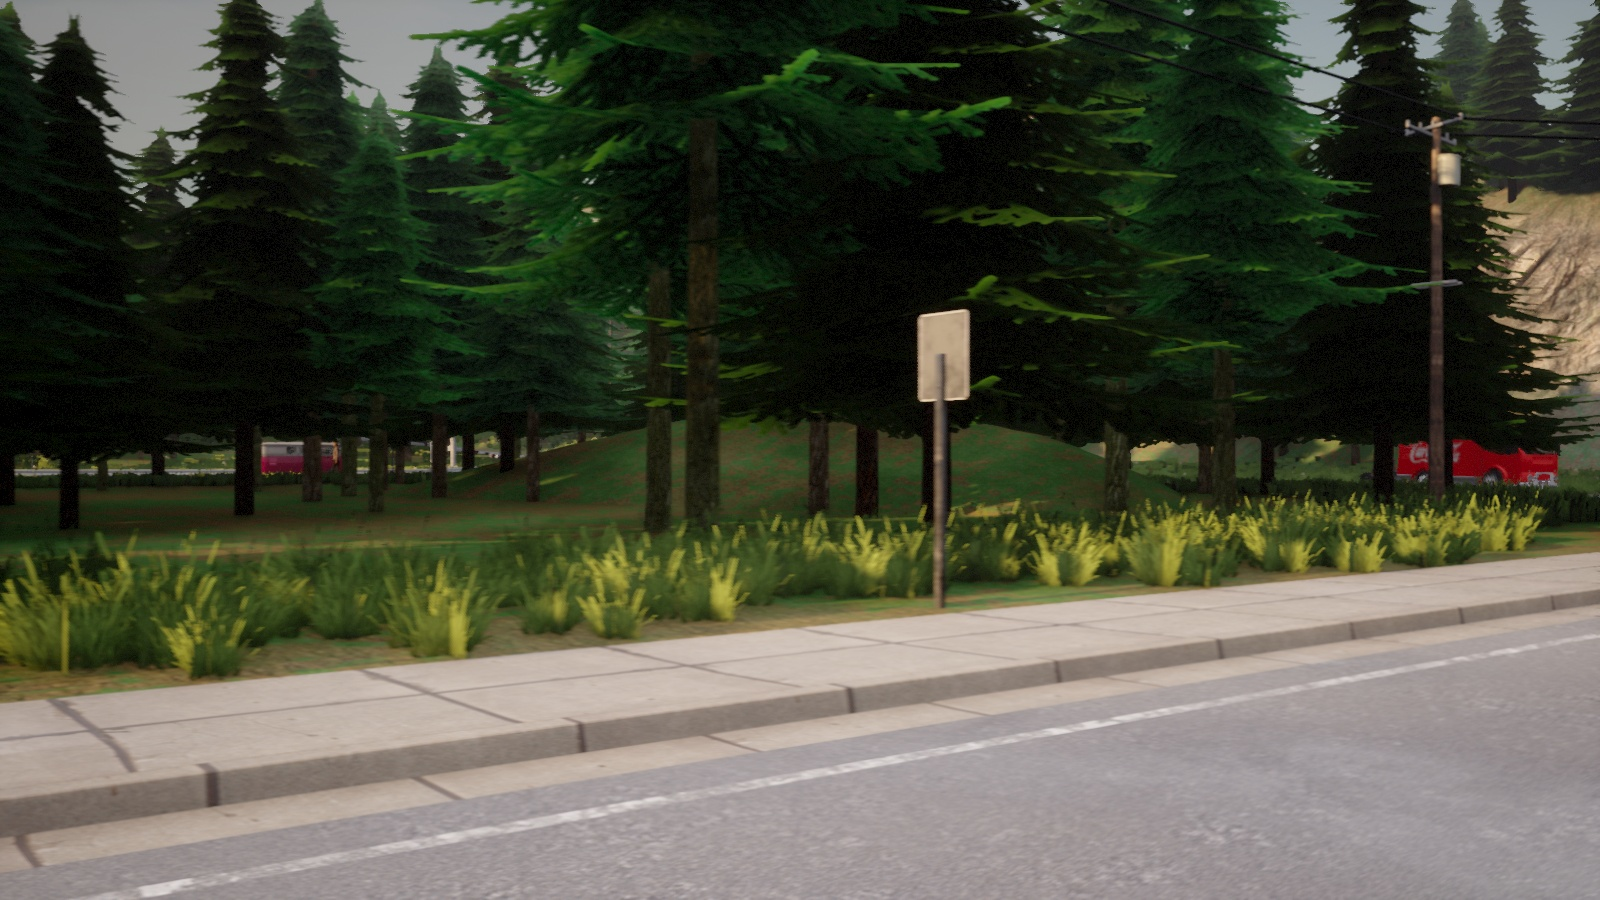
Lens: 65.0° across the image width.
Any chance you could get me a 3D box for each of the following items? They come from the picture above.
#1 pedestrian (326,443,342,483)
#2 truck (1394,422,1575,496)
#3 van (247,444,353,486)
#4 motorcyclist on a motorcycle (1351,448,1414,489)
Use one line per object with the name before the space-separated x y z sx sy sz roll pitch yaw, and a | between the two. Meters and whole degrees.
pedestrian | -21.300 0.592 57.440 0.634 1.846 0.331 0 0 -8
truck | 24.143 0.315 44.578 2.627 2.467 5.204 0 0 -20
van | -24.035 0.696 60.451 4.442 1.987 1.775 0 0 -35
motorcyclist on a motorcycle | 24.323 0.772 52.485 0.766 1.649 2.350 0 0 -30
